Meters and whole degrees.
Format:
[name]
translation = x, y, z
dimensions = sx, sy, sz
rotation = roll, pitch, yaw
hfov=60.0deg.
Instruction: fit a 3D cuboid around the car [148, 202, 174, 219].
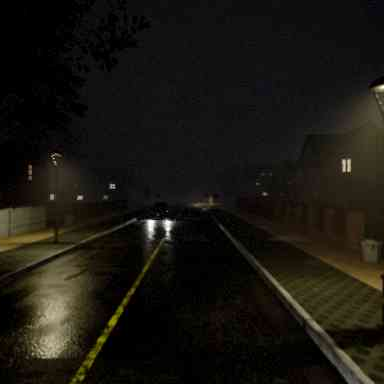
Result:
[car]
translation = -2.836, 1.637, 30.185
dimensions = 1.812, 1.442, 4.674
rotation = 0, 0, 0
